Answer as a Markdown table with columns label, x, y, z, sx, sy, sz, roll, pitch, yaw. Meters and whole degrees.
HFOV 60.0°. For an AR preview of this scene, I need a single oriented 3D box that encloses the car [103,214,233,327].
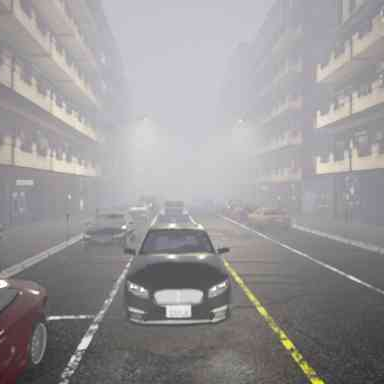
| label | x | y | z | sx | sy | sz | roll | pitch | yaw |
| --- | --- | --- | --- | --- | --- | --- | --- | --- | --- |
| car | -0.339 | 1.487 | 7.333 | 2.128 | 1.511 | 4.902 | 0 | 0 | -3 |

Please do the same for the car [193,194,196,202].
| label | x | y | z | sx | sy | sz | roll | pitch | yaw |
| --- | --- | --- | --- | --- | --- | --- | --- | --- | --- |
| car | 1.719 | 1.485 | 65.180 | 1.752 | 1.417 | 4.829 | -1 | 0 | -4 |

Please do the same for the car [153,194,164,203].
| label | x | y | z | sx | sy | sz | roll | pitch | yaw |
| --- | --- | --- | --- | --- | --- | --- | --- | --- | --- |
| car | -6.998 | 1.274 | 70.090 | 2.192 | 1.841 | 5.009 | -1 | 0 | -4 |

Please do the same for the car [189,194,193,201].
| label | x | y | z | sx | sy | sz | roll | pitch | yaw |
| --- | --- | --- | --- | --- | --- | --- | --- | --- | --- |
| car | 1.008 | 1.395 | 76.191 | 1.967 | 1.590 | 4.097 | -1 | 0 | -4 |

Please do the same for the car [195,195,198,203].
| label | x | y | z | sx | sy | sz | roll | pitch | yaw |
| --- | --- | --- | --- | --- | --- | --- | --- | --- | --- |
| car | 2.090 | 1.514 | 59.420 | 2.008 | 1.369 | 4.403 | -1 | 0 | -4 |

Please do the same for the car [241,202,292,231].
| label | x | y | z | sx | sy | sz | roll | pitch | yaw |
| --- | --- | --- | --- | --- | --- | --- | --- | --- | --- |
| car | 4.601 | 1.511 | 20.456 | 1.752 | 1.417 | 4.829 | -1 | 0 | -4 |

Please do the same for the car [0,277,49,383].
| label | x | y | z | sx | sy | sz | roll | pitch | yaw |
| --- | --- | --- | --- | --- | --- | --- | --- | --- | --- |
| car | -2.671 | 1.580 | 3.005 | 1.802 | 1.307 | 4.206 | -1 | 0 | -4 |

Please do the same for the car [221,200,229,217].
| label | x | y | z | sx | sy | sz | roll | pitch | yaw |
| --- | --- | --- | --- | --- | --- | --- | --- | --- | --- |
| car | 3.890 | 1.419 | 31.467 | 1.967 | 1.590 | 4.097 | -1 | 0 | -4 |

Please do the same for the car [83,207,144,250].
| label | x | y | z | sx | sy | sz | roll | pitch | yaw |
| --- | --- | --- | --- | --- | --- | --- | --- | --- | --- |
| car | -3.392 | 1.542 | 14.186 | 2.008 | 1.369 | 4.403 | -1 | 0 | -4 |

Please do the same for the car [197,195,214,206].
| label | x | y | z | sx | sy | sz | roll | pitch | yaw |
| --- | --- | --- | --- | --- | --- | --- | --- | --- | --- |
| car | 2.451 | 1.532 | 53.829 | 1.947 | 1.339 | 4.313 | -1 | 0 | -4 |

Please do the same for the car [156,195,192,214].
| label | x | y | z | sx | sy | sz | roll | pitch | yaw |
| --- | --- | --- | --- | --- | --- | --- | --- | --- | --- |
| car | -1.353 | 1.336 | 24.552 | 2.097 | 1.767 | 4.553 | 0 | 0 | -4 |

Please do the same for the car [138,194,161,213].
| label | x | y | z | sx | sy | sz | roll | pitch | yaw |
| --- | --- | --- | --- | --- | --- | --- | --- | --- | --- |
| car | -4.836 | 1.292 | 36.547 | 2.192 | 1.841 | 5.009 | -1 | 0 | -4 |

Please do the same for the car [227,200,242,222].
| label | x | y | z | sx | sy | sz | roll | pitch | yaw |
| --- | --- | --- | --- | --- | --- | --- | --- | --- | --- |
| car | 4.252 | 1.548 | 25.877 | 1.947 | 1.339 | 4.313 | -1 | 0 | -4 |

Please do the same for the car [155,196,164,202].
| label | x | y | z | sx | sy | sz | roll | pitch | yaw |
| --- | --- | --- | --- | --- | --- | --- | --- | --- | --- |
| car | -7.355 | 1.538 | 75.681 | 1.802 | 1.307 | 4.206 | -1 | 0 | -4 |

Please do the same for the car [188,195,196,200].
| label | x | y | z | sx | sy | sz | roll | pitch | yaw |
| --- | --- | --- | --- | --- | --- | --- | --- | --- | --- |
| car | -0.071 | 1.498 | 92.962 | 2.008 | 1.369 | 4.403 | -1 | 0 | -4 |

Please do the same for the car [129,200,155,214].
| label | x | y | z | sx | sy | sz | roll | pitch | yaw |
| --- | --- | --- | --- | --- | --- | --- | --- | --- | --- |
| car | -4.113 | 1.534 | 25.367 | 2.008 | 1.369 | 4.403 | -1 | 0 | -4 |

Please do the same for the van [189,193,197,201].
| label | x | y | z | sx | sy | sz | roll | pitch | yaw |
| --- | --- | --- | --- | --- | --- | --- | --- | --- | --- |
| van | 0.286 | 1.291 | 87.372 | 1.690 | 1.788 | 3.998 | -1 | 0 | -4 |
